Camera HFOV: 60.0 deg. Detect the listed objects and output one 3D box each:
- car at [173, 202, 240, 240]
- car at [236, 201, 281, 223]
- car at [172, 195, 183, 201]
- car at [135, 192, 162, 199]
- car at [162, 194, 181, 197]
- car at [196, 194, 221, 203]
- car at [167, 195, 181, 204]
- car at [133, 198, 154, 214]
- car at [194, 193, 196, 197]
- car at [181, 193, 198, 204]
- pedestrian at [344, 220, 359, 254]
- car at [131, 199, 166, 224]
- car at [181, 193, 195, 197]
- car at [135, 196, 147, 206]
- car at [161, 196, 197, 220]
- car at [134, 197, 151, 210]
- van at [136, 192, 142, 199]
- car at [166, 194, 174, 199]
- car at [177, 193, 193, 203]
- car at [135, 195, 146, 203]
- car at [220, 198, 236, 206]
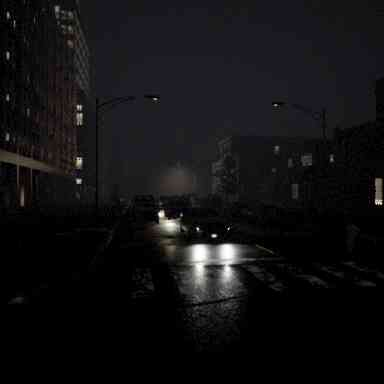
[{"bbox_3d":[0.504,1.463,16.776,2.033,1.411,5.357,0,0,-10],"label":"car"},{"bbox_3d":[5.031,1.441,24.806,1.752,1.417,4.829,1,0,-10],"label":"car"},{"bbox_3d":[-3.186,1.286,73.785,1.947,1.339,4.313,1,0,-10],"label":"car"},{"bbox_3d":[-4.120,1.162,28.715,2.192,1.841,5.009,1,0,-10],"label":"car"},{"bbox_3d":[-2.823,1.181,36.691,2.097,1.767,4.553,0,0,-10],"label":"car"},{"bbox_3d":[2.313,1.162,41.020,2.192,1.841,5.009,1,0,-10],"label":"car"},{"bbox_3d":[-3.030,1.273,56.584,1.837,1.490,4.892,0,0,-10],"label":"car"},{"bbox_3d":[-5.038,1.375,34.176,2.008,1.369,4.403,1,0,-10],"label":"car"},{"bbox_3d":[0.451,1.328,52.110,1.752,1.417,4.829,1,0,-10],"label":"car"},{"bbox_3d":[-0.435,1.097,57.403,2.192,1.841,5.009,1,0,-10],"label":"car"},{"bbox_3d":[5.734,1.539,11.889,0.375,1.300,0.375,1,0,-10],"label":"pedestrian"},{"bbox_3d":[-3.206,1.422,23.254,2.008,1.369,4.403,1,0,-10],"label":"car"},{"bbox_3d":[-1.263,1.287,46.343,1.882,1.535,5.008,0,0,-9],"label":"car"},{"bbox_3d":[-7.758,1.283,50.390,1.752,1.417,4.829,1,0,-10],"label":"car"},{"bbox_3d":[-1.151,1.350,26.618,1.882,1.535,5.008,0,0,-9],"label":"car"},{"bbox_3d":[-5.954,1.346,39.636,1.887,1.381,4.507,1,0,-10],"label":"car"},{"bbox_3d":[-14.197,0.958,88.782,1.690,1.788,3.998,1,0,-10],"label":"van"},{"bbox_3d":[-5.934,1.244,90.167,1.802,1.307,4.206,1,0,-10],"label":"car"},{"bbox_3d":[-1.351,1.076,62.863,2.192,1.841,5.009,1,0,-10],"label":"car"},{"bbox_3d":[-9.619,1.281,61.479,1.947,1.339,4.313,1,0,-10],"label":"car"},{"bbox_3d":[4.143,1.475,30.100,1.802,1.307,4.206,1,0,-10],"label":"car"}]
